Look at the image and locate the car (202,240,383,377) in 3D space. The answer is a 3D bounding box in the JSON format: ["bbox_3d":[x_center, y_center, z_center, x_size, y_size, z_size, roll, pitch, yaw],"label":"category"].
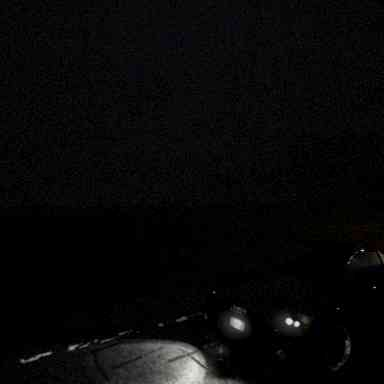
[{"bbox_3d":[2.223,1.563,5.575,4.181,1.385,1.994,0,0,-35],"label":"car"}]
